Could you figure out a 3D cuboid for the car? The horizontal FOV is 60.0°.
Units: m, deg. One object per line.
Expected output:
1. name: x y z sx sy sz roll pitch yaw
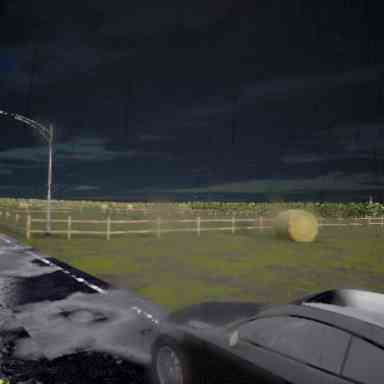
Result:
1. car: 1.395 1.692 3.194 1.812 1.442 4.674 3 -3 -38
